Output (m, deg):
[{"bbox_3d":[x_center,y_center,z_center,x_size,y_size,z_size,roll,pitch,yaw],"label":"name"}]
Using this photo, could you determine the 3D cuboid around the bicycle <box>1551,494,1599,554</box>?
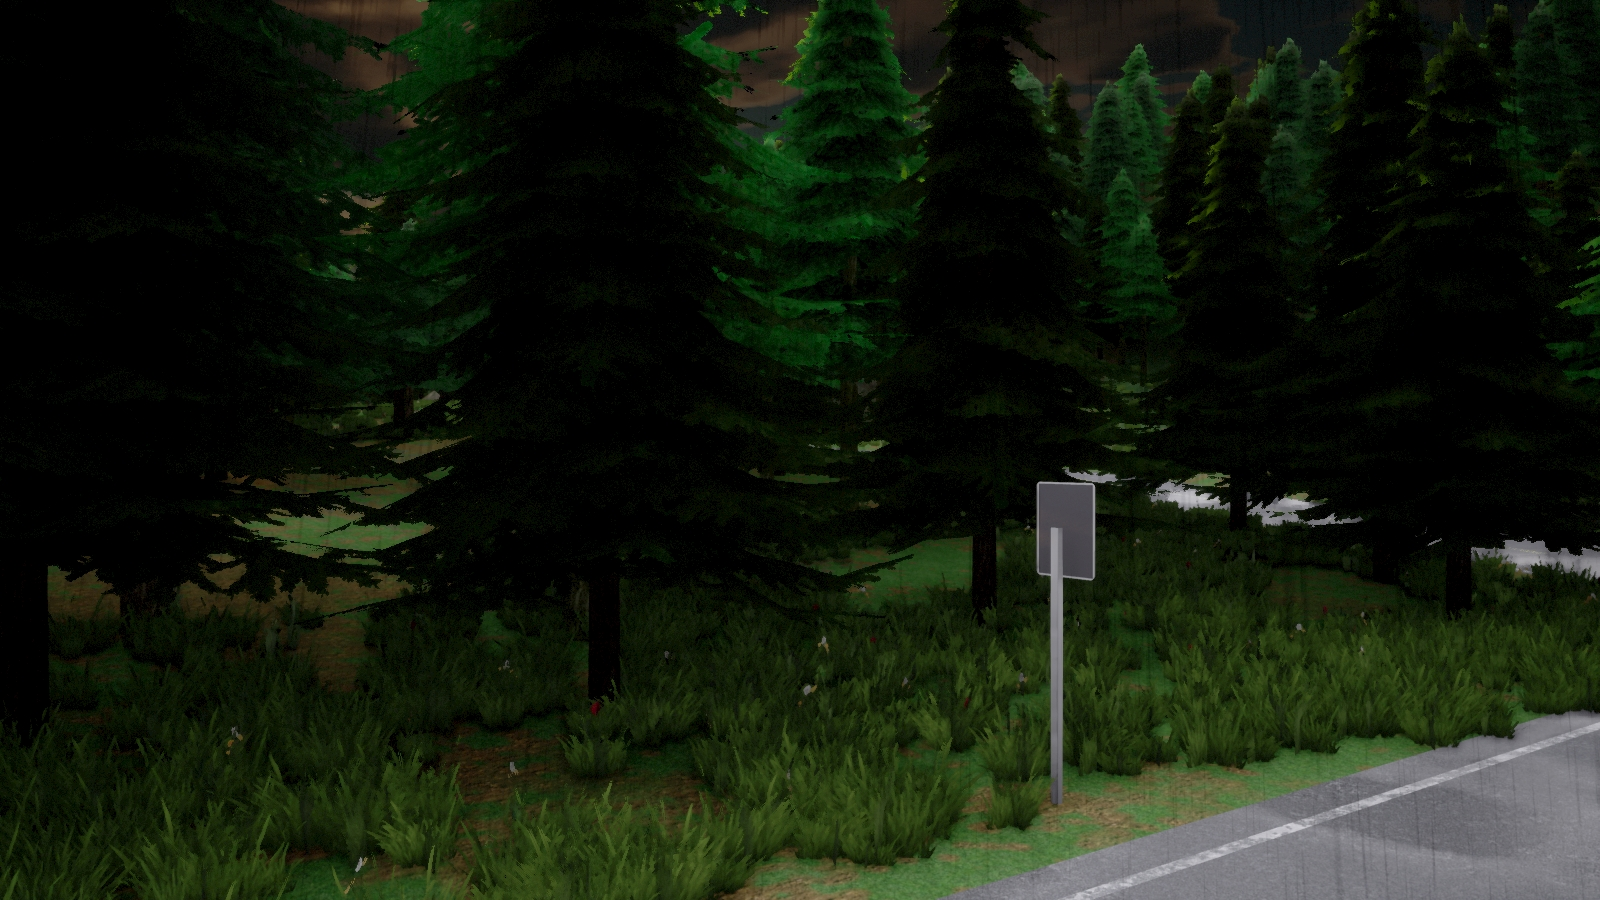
[{"bbox_3d":[21.822,2.064,31.529,0.329,1.471,1.835,0,5,-27],"label":"bicycle"}]
